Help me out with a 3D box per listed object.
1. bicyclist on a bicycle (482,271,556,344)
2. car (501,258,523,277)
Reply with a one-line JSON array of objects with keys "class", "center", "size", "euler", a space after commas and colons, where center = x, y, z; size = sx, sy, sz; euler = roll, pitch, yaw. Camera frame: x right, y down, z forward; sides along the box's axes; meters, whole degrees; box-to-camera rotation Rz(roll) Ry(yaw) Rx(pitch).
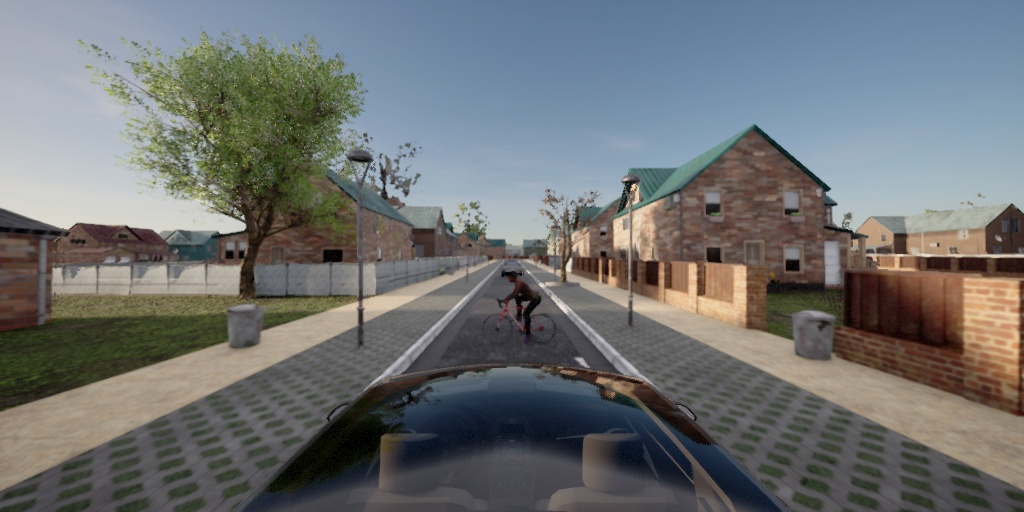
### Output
[{"class": "bicyclist on a bicycle", "center": [0.161, 1.152, 7.944], "size": [1.656, 1.620, 0.582], "euler": [0, 0, 0]}, {"class": "car", "center": [0.020, 1.170, 33.574], "size": [1.994, 1.385, 4.181], "euler": [0, 0, 0]}]
